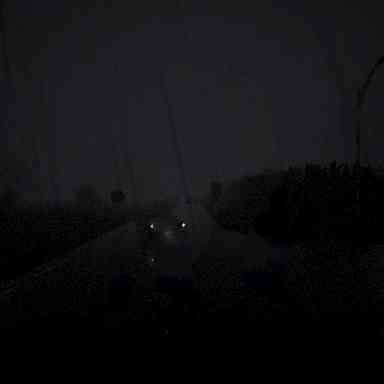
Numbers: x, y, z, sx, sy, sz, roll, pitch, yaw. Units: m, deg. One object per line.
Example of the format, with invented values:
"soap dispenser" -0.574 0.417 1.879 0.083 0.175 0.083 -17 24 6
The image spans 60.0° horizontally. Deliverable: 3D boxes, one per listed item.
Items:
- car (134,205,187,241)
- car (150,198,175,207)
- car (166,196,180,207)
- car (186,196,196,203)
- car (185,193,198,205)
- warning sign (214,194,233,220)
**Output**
"car" -1.726 1.590 17.014 1.895 1.301 4.718 0 0 -18
"car" -2.932 1.544 30.911 1.994 1.385 4.181 0 0 0
"car" -2.966 1.464 44.919 1.837 1.490 4.892 0 0 0
"car" -0.184 1.505 67.521 1.895 1.301 4.718 0 0 0
"car" -0.156 1.283 57.446 2.097 1.767 4.553 0 0 0
"warning sign" 2.380 1.100 25.046 1.300 1.860 1.060 0 0 0
